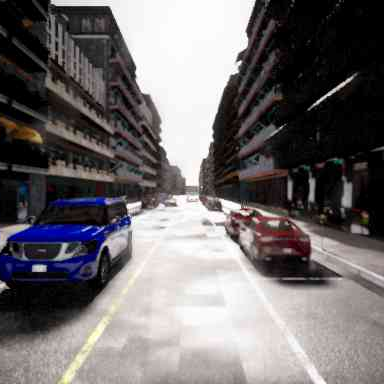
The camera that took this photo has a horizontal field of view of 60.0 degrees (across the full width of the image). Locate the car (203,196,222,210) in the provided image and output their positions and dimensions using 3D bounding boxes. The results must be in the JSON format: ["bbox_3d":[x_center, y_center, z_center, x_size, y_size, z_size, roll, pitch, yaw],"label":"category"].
[{"bbox_3d":[2.686,1.460,39.925,2.008,1.369,4.403,0,0,0],"label":"car"}]

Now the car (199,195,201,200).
[{"bbox_3d":[2.683,1.316,56.910,1.967,1.590,4.097,0,0,0],"label":"car"}]

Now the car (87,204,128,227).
[{"bbox_3d":[-5.693,1.528,22.957,1.802,1.307,4.206,0,0,0],"label":"car"}]

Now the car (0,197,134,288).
[{"bbox_3d":[-3.091,1.197,9.504,2.150,2.045,5.566,0,0,0],"label":"car"}]

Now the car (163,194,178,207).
[{"bbox_3d":[-3.082,1.439,48.762,2.033,1.411,5.357,0,0,0],"label":"car"}]

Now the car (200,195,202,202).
[{"bbox_3d":[2.684,1.430,51.251,1.887,1.381,4.507,0,0,0],"label":"car"}]

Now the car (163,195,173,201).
[{"bbox_3d":[-5.701,1.410,79.578,1.887,1.381,4.507,0,0,0],"label":"car"}]

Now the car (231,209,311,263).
[{"bbox_3d":[2.689,1.513,11.614,1.887,1.381,4.507,0,0,0],"label":"car"}]

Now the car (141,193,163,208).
[{"bbox_3d":[-5.696,1.214,45.607,2.192,1.841,5.009,0,0,0],"label":"car"}]

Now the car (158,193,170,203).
[{"bbox_3d":[-5.700,1.181,68.254,2.192,1.841,5.009,0,0,0],"label":"car"}]

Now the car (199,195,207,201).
[{"bbox_3d":[2.679,1.389,79.726,1.752,1.417,4.829,0,0,0],"label":"car"}]

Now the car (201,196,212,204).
[{"bbox_3d":[2.682,1.449,62.574,1.802,1.307,4.206,0,0,0],"label":"car"}]

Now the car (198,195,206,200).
[{"bbox_3d":[2.678,1.410,90.881,1.887,1.381,4.507,0,0,0],"label":"car"}]

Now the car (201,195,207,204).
[{"bbox_3d":[2.685,1.448,45.588,2.008,1.369,4.403,0,0,0],"label":"car"}]

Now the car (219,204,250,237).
[{"bbox_3d":[2.689,1.501,17.275,1.887,1.381,4.507,0,0,0],"label":"car"}]

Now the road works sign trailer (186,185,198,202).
[{"bbox_3d":[-0.009,0.328,70.520,2.380,3.560,2.880,0,0,0],"label":"road works sign trailer"}]
